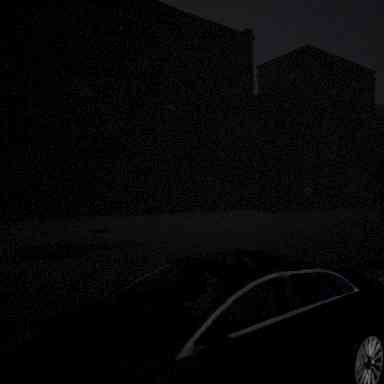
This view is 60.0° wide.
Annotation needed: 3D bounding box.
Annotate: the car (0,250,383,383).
[{"bbox_3d":[0.296,1.471,3.594,4.902,1.511,2.128,1,-2,-35],"label":"car"}]
